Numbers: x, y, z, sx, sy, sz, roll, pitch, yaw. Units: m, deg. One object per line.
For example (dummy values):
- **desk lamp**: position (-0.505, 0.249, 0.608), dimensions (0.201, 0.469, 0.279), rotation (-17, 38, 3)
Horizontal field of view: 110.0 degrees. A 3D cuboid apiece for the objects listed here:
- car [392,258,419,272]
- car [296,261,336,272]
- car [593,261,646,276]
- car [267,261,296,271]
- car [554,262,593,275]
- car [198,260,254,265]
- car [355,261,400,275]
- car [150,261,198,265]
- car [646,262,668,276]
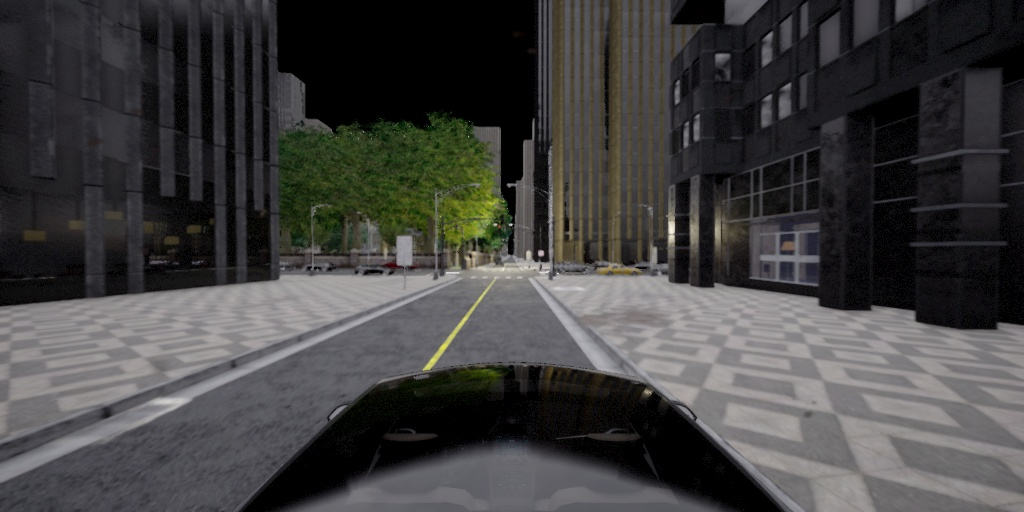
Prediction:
- **car**: position (-15.035, 1.117, 48.101), dimensions (5.009, 1.841, 2.192), rotation (0, 0, 0)
- **car**: position (-25.947, 1.365, 48.159), dimensions (4.313, 1.339, 1.948), rotation (0, 0, 0)
- **car**: position (11.762, 1.484, 39.433), dimensions (4.829, 1.417, 1.751), rotation (0, 0, 0)
- **car**: position (-31.404, 1.348, 48.189), dimensions (4.403, 1.370, 2.007), rotation (0, 0, 0)
- **car**: position (7.243, 1.409, 42.213), dimensions (4.902, 1.511, 2.128), rotation (0, 1, 0)
- **car**: position (-31.442, 1.478, 39.665), dimensions (4.403, 1.370, 2.007), rotation (0, 0, 0)
- **car**: position (-15.072, 1.498, 39.577), dimensions (4.313, 1.339, 1.948), rotation (0, 0, 0)
- **car**: position (-36.899, 1.509, 39.694), dimensions (4.207, 1.307, 1.802), rotation (0, 0, 0)
- **car**: position (17.105, 1.516, 39.404), dimensions (4.403, 1.370, 2.007), rotation (0, 0, 0)
